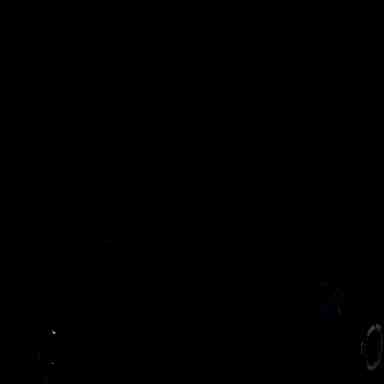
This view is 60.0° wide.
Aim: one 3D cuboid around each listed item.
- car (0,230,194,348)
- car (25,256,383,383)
[{"bbox_3d":[-2.126,1.510,6.159,4.902,1.511,2.128,1,0,-35],"label":"car"},{"bbox_3d":[0.698,1.632,4.181,4.718,1.301,1.895,1,0,-35],"label":"car"}]
